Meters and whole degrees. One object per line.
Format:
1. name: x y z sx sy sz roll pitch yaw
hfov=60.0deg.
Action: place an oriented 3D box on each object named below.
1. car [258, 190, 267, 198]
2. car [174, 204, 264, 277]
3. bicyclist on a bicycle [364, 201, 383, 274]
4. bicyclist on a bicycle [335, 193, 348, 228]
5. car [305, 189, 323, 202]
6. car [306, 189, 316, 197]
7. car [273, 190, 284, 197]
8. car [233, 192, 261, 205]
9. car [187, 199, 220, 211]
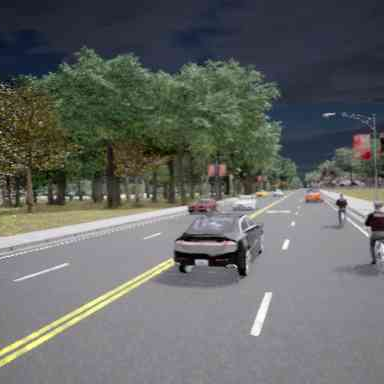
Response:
1. car: 14.598 0.384 69.801 1.882 1.535 5.008 -2 0 19
2. car: 1.004 1.373 9.984 2.128 1.511 4.902 -2 0 19
3. bicyclist on a bicycle: 4.827 1.122 8.689 0.659 1.776 1.843 -2 1 19
4. bicyclist on a bicycle: 7.818 0.943 17.387 0.659 1.776 1.843 -2 1 19
5. car: 16.245 0.408 44.336 2.097 1.767 4.553 -2 0 19
6. car: 23.911 0.122 66.910 1.837 1.490 4.892 -2 0 19
7. car: 18.492 0.275 71.131 1.812 1.442 4.674 -2 0 19
8. car: 5.302 1.067 33.060 1.812 1.442 4.674 -2 0 19
9. car: 1.117 1.312 30.885 1.895 1.301 4.718 -2 0 19
